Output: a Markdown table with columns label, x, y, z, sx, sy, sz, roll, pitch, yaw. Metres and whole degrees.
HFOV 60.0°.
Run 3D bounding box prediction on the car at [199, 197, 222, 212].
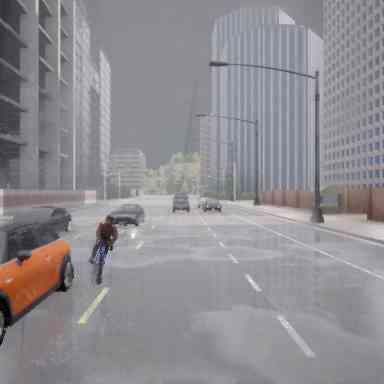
| label | x | y | z | sx | sy | sz | roll | pitch | yaw |
| --- | --- | --- | --- | --- | --- | --- | --- | --- | --- |
| car | 2.234 | 1.601 | 38.549 | 1.895 | 1.301 | 4.718 | 0 | 0 | -2 |

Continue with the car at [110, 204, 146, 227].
| label | x | y | z | sx | sy | sz | roll | pitch | yaw |
| --- | --- | --- | --- | --- | --- | --- | --- | --- | --- |
| car | -4.332 | 1.548 | 23.031 | 2.033 | 1.411 | 5.357 | 0 | 0 | -1 |

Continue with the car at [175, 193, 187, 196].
| label | x | y | z | sx | sy | sz | roll | pitch | yaw |
| --- | --- | --- | --- | --- | --- | --- | --- | --- | --- |
| car | -1.604 | 1.221 | 47.677 | 2.150 | 2.045 | 5.566 | 0 | 0 | -2 |

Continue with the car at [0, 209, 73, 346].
| label | x | y | z | sx | sy | sz | roll | pitch | yaw |
| --- | --- | --- | --- | --- | --- | --- | --- | --- | --- |
| car | -3.776 | 1.353 | 5.903 | 2.097 | 1.767 | 4.553 | 0 | 0 | -2 |

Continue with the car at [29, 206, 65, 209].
| label | x | y | z | sx | sy | sz | roll | pitch | yaw |
| --- | --- | --- | --- | --- | --- | --- | --- | --- | --- |
| car | -7.655 | 1.504 | 17.122 | 1.837 | 1.490 | 4.892 | 0 | 0 | -2 |

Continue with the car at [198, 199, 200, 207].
| label | x | y | z | sx | sy | sz | roll | pitch | yaw |
| --- | --- | --- | --- | --- | --- | --- | --- | --- | --- |
| car | 1.811 | 1.525 | 48.381 | 1.812 | 1.442 | 4.674 | 0 | 0 | -2 |

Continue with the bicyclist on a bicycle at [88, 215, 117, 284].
| label | x | y | z | sx | sy | sz | roll | pitch | yaw |
| --- | --- | --- | --- | --- | --- | --- | --- | --- | --- |
| bicyclist on a bicycle | -2.204 | 1.400 | 8.161 | 0.582 | 1.620 | 1.656 | 15 | -16 | -18 |

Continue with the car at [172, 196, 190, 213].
| label | x | y | z | sx | sy | sz | roll | pitch | yaw |
| --- | --- | --- | --- | --- | --- | --- | --- | --- | --- |
| car | -1.229 | 1.491 | 37.510 | 2.128 | 1.511 | 4.902 | 0 | 0 | -2 |
